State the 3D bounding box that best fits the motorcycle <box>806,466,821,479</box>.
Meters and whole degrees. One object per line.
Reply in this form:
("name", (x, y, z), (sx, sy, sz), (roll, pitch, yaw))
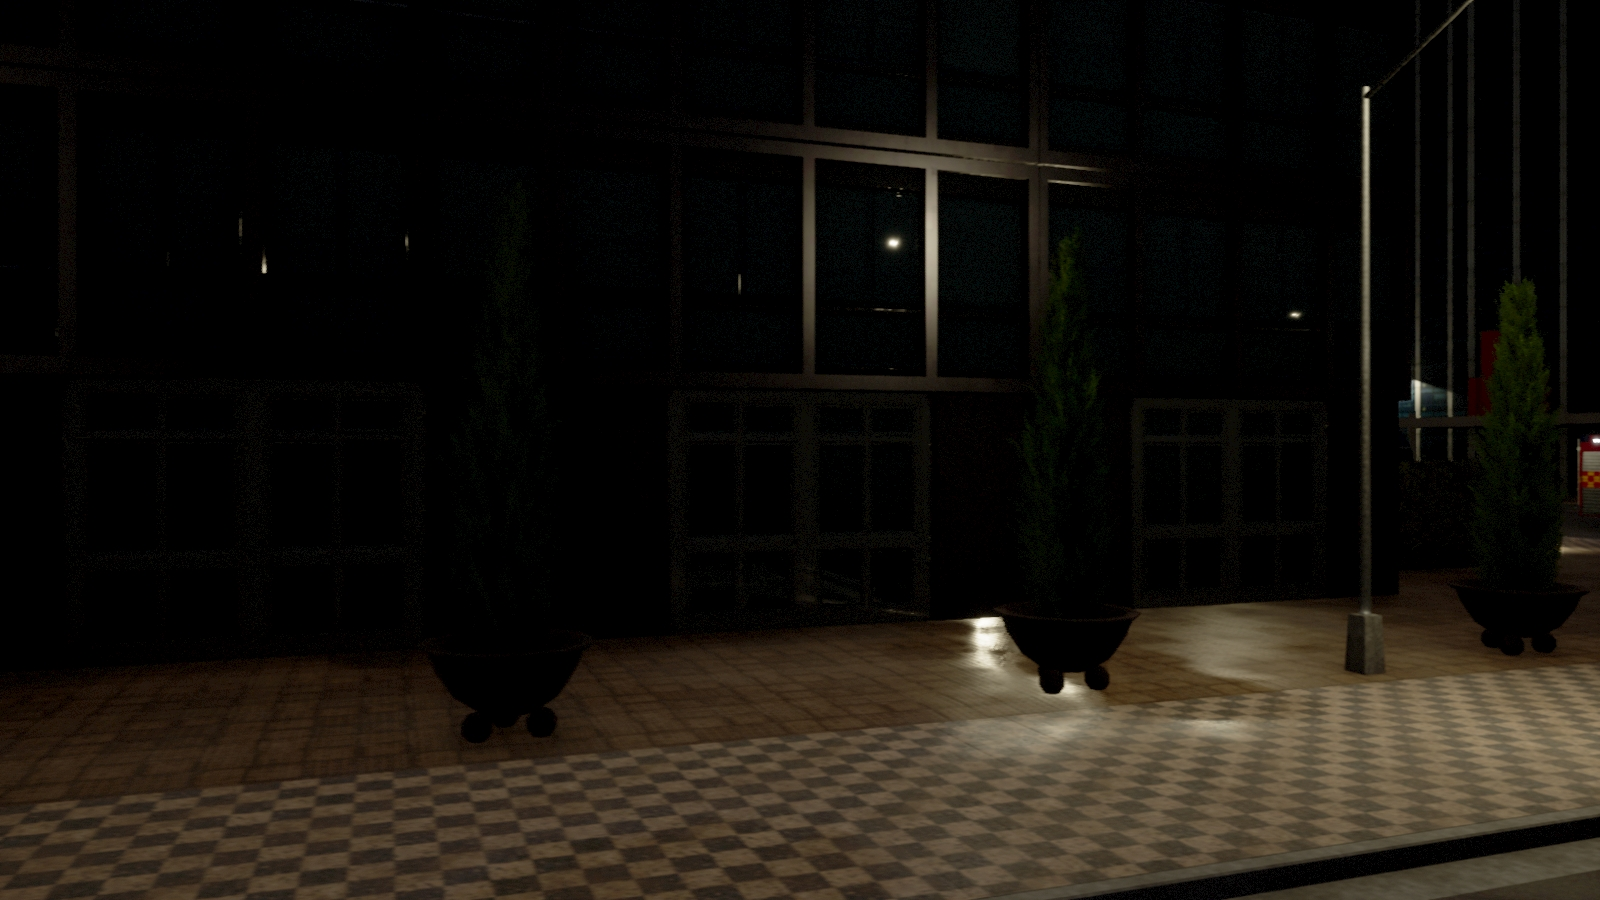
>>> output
("motorcycle", (1.276, 2.191, 111.875), (0.803, 1.199, 2.033), (0, 0, -20))
